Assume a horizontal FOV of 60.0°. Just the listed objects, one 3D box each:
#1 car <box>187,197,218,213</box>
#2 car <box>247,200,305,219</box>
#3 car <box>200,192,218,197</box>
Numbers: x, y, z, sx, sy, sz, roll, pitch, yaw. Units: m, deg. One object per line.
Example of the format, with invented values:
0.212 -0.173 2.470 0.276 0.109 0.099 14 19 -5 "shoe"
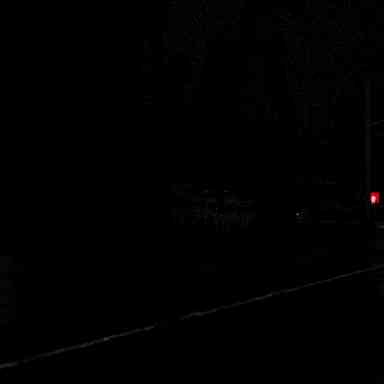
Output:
1.437 1.579 37.289 1.994 1.385 4.181 0 0 -37 "car"
7.495 1.616 29.269 1.895 1.301 4.718 0 0 -37 "car"
5.034 1.113 92.368 1.932 1.855 4.605 0 0 -37 "car"
